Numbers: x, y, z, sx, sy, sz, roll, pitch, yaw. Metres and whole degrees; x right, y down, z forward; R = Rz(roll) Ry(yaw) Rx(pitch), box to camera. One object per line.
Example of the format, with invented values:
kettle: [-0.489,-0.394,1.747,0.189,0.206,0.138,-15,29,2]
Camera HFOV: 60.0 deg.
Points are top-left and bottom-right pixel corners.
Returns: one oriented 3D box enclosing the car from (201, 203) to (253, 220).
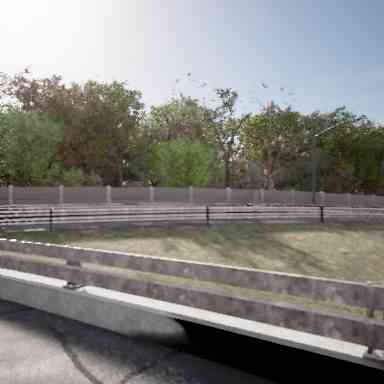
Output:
car: [3.214,1.760,30.700,5.008,1.535,1.882,1,-1,-21]
